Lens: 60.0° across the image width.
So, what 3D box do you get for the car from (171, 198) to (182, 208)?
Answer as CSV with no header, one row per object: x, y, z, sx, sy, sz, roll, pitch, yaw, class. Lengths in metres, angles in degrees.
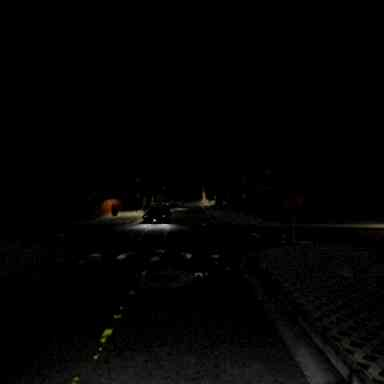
-2.565,1.679,51.404,1.882,1.535,5.008,0,0,0,car

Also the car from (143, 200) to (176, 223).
-2.655,1.647,26.411,2.033,1.411,5.357,0,0,0,car
